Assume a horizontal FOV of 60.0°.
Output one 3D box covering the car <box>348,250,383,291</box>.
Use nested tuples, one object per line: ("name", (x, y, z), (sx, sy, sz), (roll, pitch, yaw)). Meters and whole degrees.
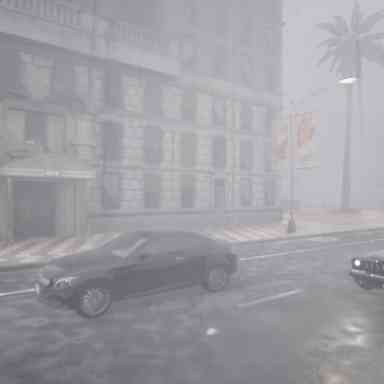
("car", (5.912, 1.709, 8.160), (4.718, 1.301, 1.895), (1, 0, -35))

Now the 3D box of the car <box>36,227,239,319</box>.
("car", (-0.982, 1.567, 7.574), (4.674, 1.442, 1.812), (1, 0, -35))
